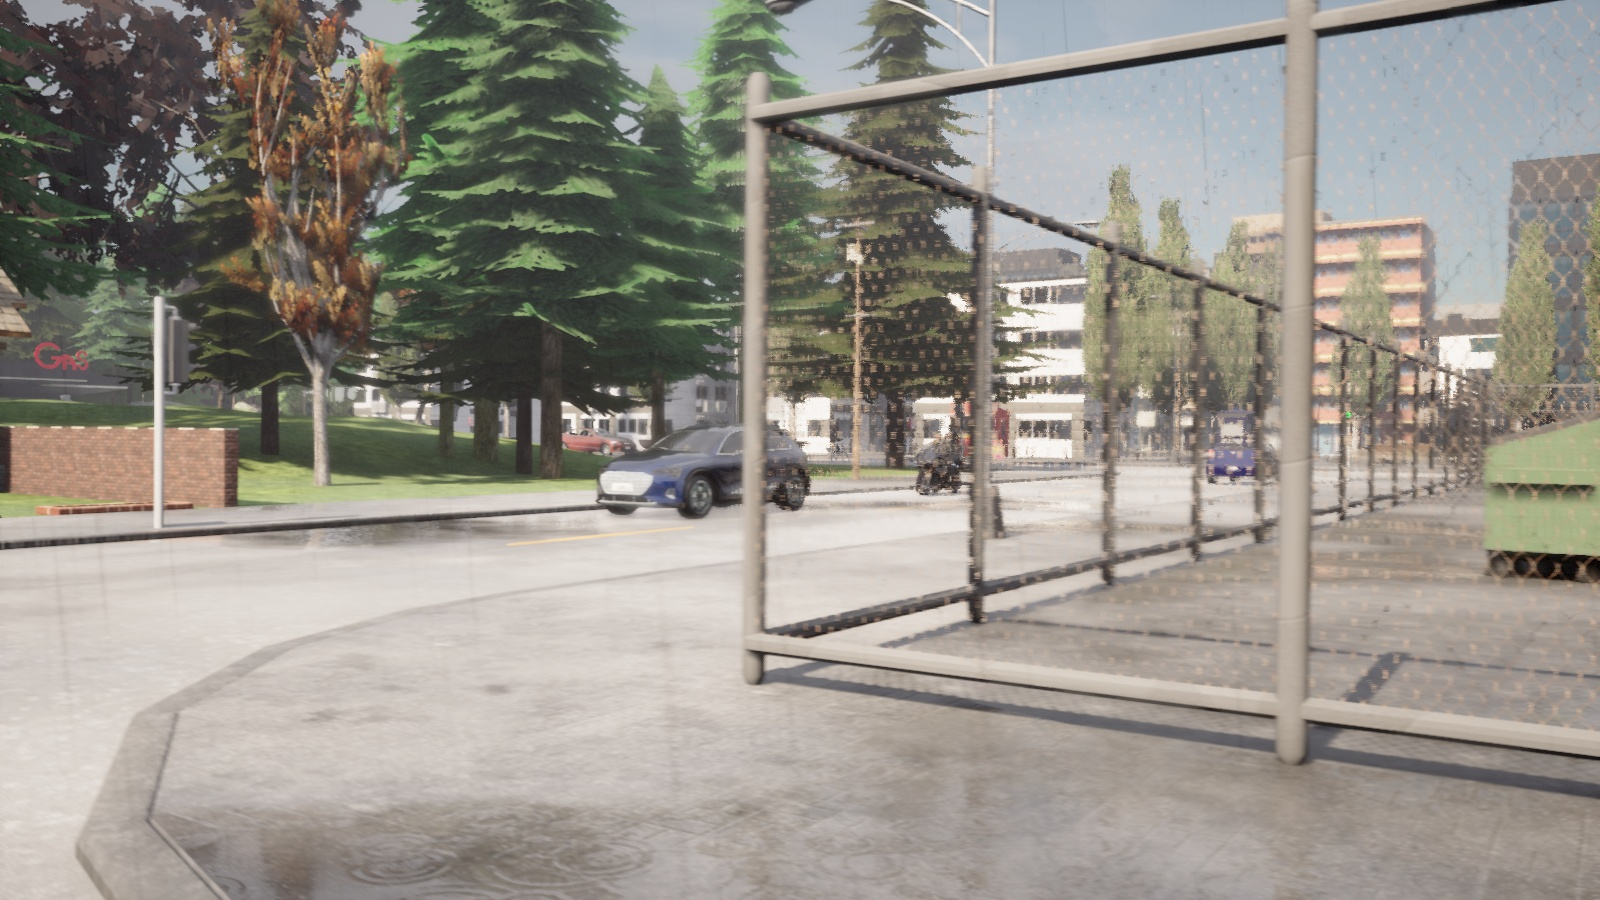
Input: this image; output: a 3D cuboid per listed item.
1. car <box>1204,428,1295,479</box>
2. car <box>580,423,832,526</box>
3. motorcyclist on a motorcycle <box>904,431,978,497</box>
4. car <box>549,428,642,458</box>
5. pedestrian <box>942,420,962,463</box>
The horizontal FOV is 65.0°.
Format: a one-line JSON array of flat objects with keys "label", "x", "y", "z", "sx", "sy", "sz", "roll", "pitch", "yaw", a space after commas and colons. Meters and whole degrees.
[{"label": "car", "x": 14.020, "y": 0.080, "z": 39.085, "sx": 1.845, "sy": 1.501, "sz": 3.633, "roll": 0, "pitch": 1, "yaw": 34}, {"label": "car", "x": -1.558, "y": 0.356, "z": 22.858, "sx": 2.033, "sy": 1.649, "sz": 4.856, "roll": 0, "pitch": 1, "yaw": 33}, {"label": "motorcyclist on a motorcycle", "x": 3.426, "y": 0.314, "z": 30.357, "sx": 0.866, "sy": 1.530, "sz": 2.191, "roll": 0, "pitch": 1, "yaw": 34}, {"label": "car", "x": -11.637, "y": -0.384, "z": 71.364, "sx": 5.027, "sy": 1.651, "sz": 2.152, "roll": 0, "pitch": 1, "yaw": 34}, {"label": "pedestrian", "x": 6.429, "y": -0.355, "z": 53.105, "sx": 0.726, "sy": 1.835, "sz": 0.370, "roll": 0, "pitch": 1, "yaw": 38}]
